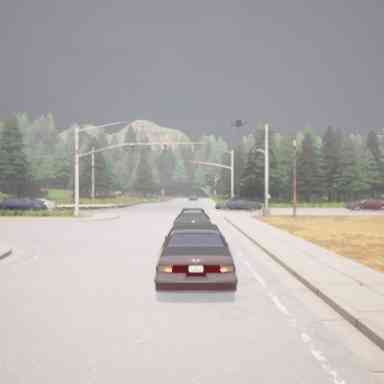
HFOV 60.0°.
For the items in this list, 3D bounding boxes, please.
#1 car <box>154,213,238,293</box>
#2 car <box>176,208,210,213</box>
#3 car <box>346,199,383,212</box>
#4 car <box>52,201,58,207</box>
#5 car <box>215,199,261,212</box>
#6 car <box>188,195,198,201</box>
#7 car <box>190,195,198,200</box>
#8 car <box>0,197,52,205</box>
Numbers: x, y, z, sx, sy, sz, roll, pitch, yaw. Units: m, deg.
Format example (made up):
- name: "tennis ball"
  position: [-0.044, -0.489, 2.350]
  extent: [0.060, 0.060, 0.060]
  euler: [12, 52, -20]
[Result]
- name: "car"
  position: [0.077, 1.543, 8.987]
  extent: [2.033, 1.411, 5.357]
  euler: [0, 0, 0]
- name: "car"
  position: [0.044, 1.549, 18.211]
  extent: [1.994, 1.385, 4.181]
  euler: [0, 0, 1]
- name: "car"
  position: [20.427, 1.508, 38.774]
  extent: [4.674, 1.442, 1.812]
  euler: [0, 0, 1]
- name: "car"
  position: [-18.383, 1.543, 39.455]
  extent: [4.674, 1.442, 1.812]
  euler: [0, 0, 1]
- name: "car"
  position: [5.393, 1.539, 39.051]
  extent: [5.357, 1.411, 2.033]
  euler: [0, 0, 1]
- name: "car"
  position: [0.155, 1.540, 80.495]
  extent: [1.895, 1.301, 4.718]
  euler: [0, 0, 2]
- name: "car"
  position: [0.508, 1.490, 90.475]
  extent: [1.994, 1.385, 4.181]
  euler: [0, 0, 2]
- name: "car"
  position: [-18.086, 1.372, 35.750]
  extent: [4.553, 1.767, 2.097]
  euler: [0, 0, 1]
